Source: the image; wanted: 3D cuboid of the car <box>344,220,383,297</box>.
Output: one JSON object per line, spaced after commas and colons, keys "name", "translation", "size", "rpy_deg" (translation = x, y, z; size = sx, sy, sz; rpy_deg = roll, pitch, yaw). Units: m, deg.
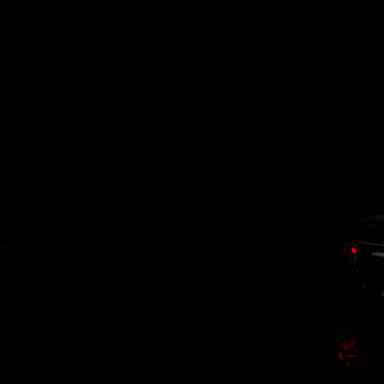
{"name": "car", "translation": [5.397, 1.307, 7.246], "size": [4.553, 1.767, 2.097], "rpy_deg": [0, 0, -34]}
